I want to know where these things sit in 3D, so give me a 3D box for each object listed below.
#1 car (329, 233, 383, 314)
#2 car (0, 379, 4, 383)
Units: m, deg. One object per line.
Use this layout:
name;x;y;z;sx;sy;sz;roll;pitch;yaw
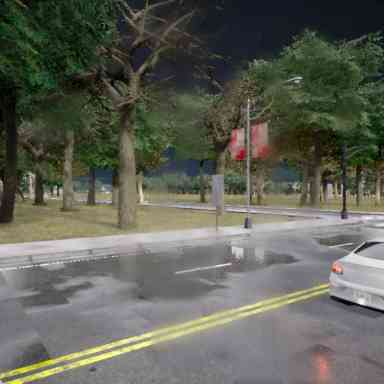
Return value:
car;4.643;1.525;6.732;4.674;1.442;1.812;0;0;-35
car;-3.247;1.526;1.134;4.674;1.442;1.812;0;0;-35
